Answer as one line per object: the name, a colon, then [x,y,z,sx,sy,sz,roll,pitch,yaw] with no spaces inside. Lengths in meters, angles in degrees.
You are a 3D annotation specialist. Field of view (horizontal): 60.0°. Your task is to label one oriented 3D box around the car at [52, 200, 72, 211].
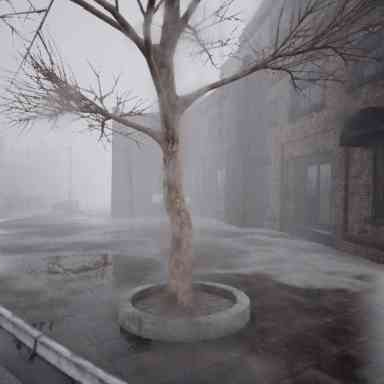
car: [-16.860,1.733,44.367,1.812,1.442,4.674,1,0,8]
